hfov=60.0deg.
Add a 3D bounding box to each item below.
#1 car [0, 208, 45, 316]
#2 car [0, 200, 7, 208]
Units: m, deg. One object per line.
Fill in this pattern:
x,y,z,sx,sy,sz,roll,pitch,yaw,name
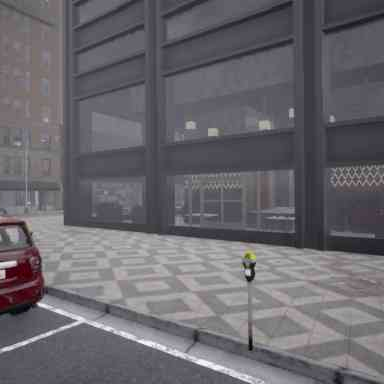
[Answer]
-4.828,1.317,6.295,5.009,1.841,2.192,0,-1,35,car
-19.250,1.503,29.964,2.097,1.767,4.553,-1,-1,36,car
